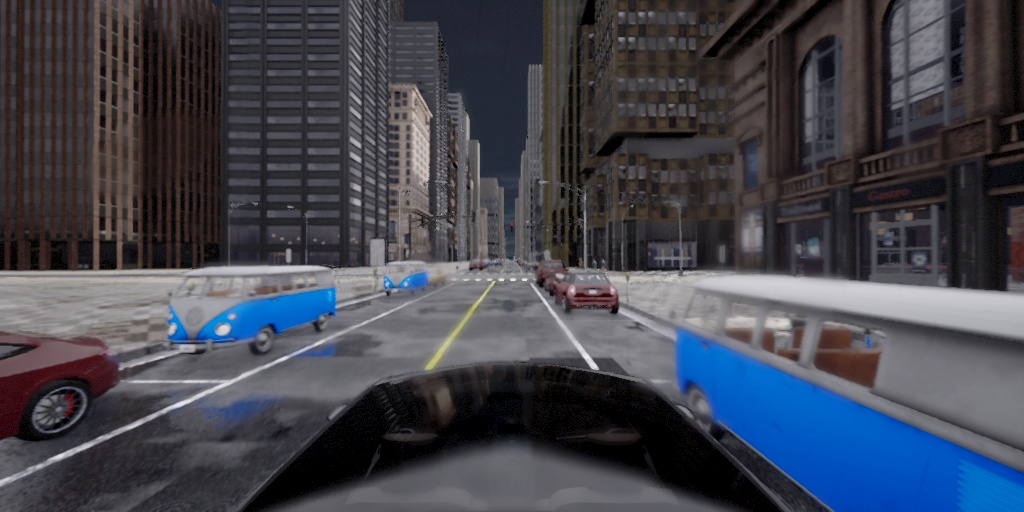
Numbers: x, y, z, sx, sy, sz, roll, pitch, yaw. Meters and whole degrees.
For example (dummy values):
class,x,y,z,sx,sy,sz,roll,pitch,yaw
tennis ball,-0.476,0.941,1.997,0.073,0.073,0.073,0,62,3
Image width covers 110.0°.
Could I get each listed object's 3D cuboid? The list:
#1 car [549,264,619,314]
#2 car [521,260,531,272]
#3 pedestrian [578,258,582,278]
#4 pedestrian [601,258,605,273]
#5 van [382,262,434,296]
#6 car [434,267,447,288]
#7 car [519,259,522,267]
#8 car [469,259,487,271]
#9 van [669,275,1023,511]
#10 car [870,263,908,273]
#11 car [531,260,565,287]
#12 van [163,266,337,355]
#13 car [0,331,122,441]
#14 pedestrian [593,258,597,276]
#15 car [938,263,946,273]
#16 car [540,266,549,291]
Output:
class,x,y,z,sx,sy,sz,roll,pitch,yaw
car,2.761,1.258,14.153,1.967,1.591,4.097,0,0,0
car,2.756,1.587,52.481,2.007,1.370,4.403,0,0,0
pedestrian,6.131,1.064,32.360,0.375,1.860,0.375,0,0,0
pedestrian,8.089,1.053,31.760,0.375,1.860,0.375,0,0,0
van,-5.765,1.191,19.820,1.690,1.789,3.998,0,0,0
car,-5.766,1.407,25.327,1.751,1.417,4.829,0,0,0
car,2.755,1.653,63.762,2.007,1.370,4.403,0,0,0
car,-5.769,1.384,58.111,2.192,1.841,5.009,0,0,0
van,2.762,1.097,2.798,1.690,1.789,3.998,0,0,0
car,40.454,1.410,37.675,5.357,1.411,2.033,0,0,0
car,2.759,1.197,25.508,2.192,1.841,5.009,0,0,0
van,-5.764,1.128,8.465,1.690,1.789,3.998,0,0,0
car,-5.763,1.338,2.788,1.802,1.307,4.207,0,0,0
pedestrian,7.131,1.053,31.160,0.375,1.860,0.375,0,0,0
car,49.191,1.457,40.724,4.718,1.301,1.895,0,0,0
car,2.760,1.432,19.831,1.802,1.307,4.207,0,0,0
